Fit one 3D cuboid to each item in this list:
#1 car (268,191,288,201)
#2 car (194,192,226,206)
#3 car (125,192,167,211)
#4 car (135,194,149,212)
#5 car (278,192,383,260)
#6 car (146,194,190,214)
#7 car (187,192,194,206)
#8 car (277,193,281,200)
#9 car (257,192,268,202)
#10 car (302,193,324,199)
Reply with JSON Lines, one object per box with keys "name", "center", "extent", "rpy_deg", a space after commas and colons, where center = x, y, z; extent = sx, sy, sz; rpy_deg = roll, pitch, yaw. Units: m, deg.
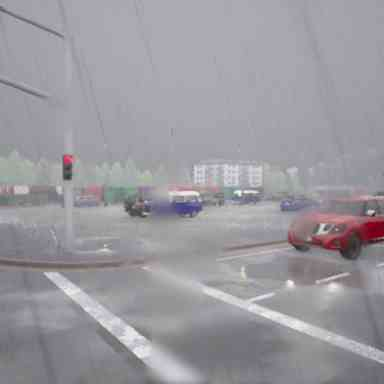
{"name": "car", "center": [17.478, 0.824, 65.402], "extent": [3.866, 1.878, 1.905], "rpy_deg": [0, 0, -35]}
{"name": "car", "center": [3.167, 0.943, 55.295], "extent": [4.605, 1.855, 1.932], "rpy_deg": [0, 0, -35]}
{"name": "car", "center": [-5.949, 1.048, 42.083], "extent": [4.605, 1.855, 1.932], "rpy_deg": [0, 0, -35]}
{"name": "car", "center": [-4.361, 1.258, 39.920], "extent": [3.905, 1.438, 1.784], "rpy_deg": [0, 0, -35]}
{"name": "car", "center": [6.062, 1.165, 12.582], "extent": [5.566, 2.045, 2.150], "rpy_deg": [0, 0, -35]}
{"name": "car", "center": [-2.695, 1.289, 37.553], "extent": [3.806, 1.475, 1.970], "rpy_deg": [0, 0, -35]}
{"name": "car", "center": [1.552, 1.154, 57.701], "extent": [3.905, 1.438, 1.784], "rpy_deg": [0, 0, -35]}
{"name": "car", "center": [12.973, 1.184, 41.534], "extent": [3.806, 1.475, 1.970], "rpy_deg": [0, 0, -35]}
{"name": "car", "center": [15.821, 1.063, 67.776], "extent": [3.806, 1.475, 1.970], "rpy_deg": [0, 0, -35]}
{"name": "car", "center": [30.783, 0.992, 84.797], "extent": [1.882, 1.535, 5.008], "rpy_deg": [0, 0, -34]}
